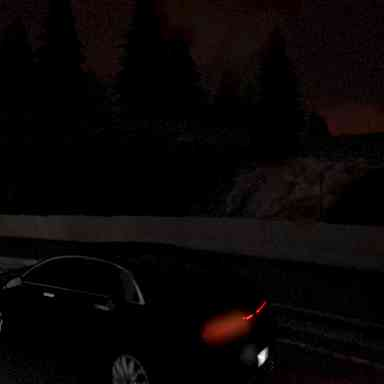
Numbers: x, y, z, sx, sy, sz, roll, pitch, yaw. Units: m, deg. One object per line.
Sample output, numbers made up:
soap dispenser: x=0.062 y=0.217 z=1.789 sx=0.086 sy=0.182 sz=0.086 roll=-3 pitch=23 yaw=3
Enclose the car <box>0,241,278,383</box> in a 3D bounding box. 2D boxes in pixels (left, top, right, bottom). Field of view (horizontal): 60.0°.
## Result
car: x=-1.254 y=1.499 z=4.846 sx=4.892 sy=1.490 sz=1.837 roll=-1 pitch=-1 yaw=35
